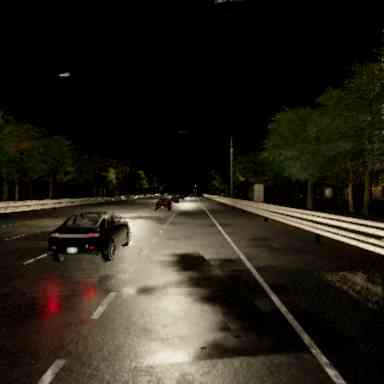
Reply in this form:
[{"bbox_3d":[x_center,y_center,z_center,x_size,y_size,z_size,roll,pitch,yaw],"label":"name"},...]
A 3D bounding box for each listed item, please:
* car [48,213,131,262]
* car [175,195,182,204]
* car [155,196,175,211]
[{"bbox_3d":[-3.501,1.495,12.146,2.128,1.511,4.902,0,0,0],"label":"car"},{"bbox_3d":[-3.491,1.568,67.006,1.812,1.442,4.674,0,0,0],"label":"car"},{"bbox_3d":[-3.501,1.522,41.863,1.837,1.490,4.892,0,0,0],"label":"car"}]
